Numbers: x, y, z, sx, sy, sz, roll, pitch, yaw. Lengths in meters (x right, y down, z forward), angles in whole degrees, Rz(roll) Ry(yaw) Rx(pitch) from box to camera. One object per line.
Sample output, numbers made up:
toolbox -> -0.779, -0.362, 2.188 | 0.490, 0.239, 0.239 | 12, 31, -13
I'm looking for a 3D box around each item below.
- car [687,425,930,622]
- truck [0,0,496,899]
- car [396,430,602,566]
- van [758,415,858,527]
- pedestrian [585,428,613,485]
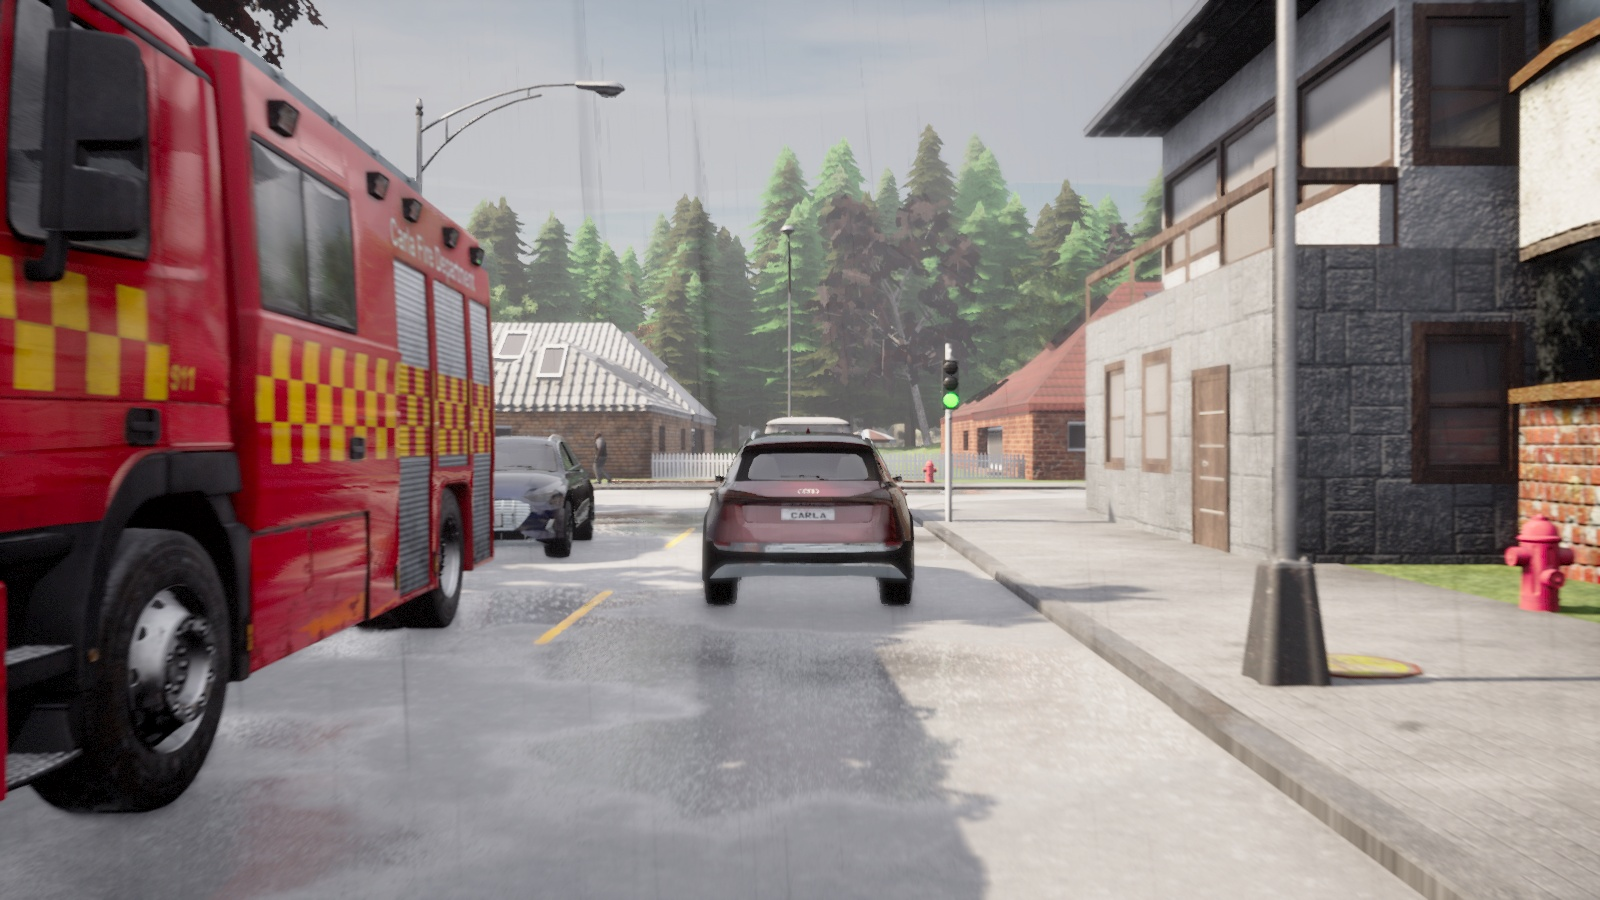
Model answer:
car -> 0.089, 0.600, 12.932 | 2.033, 1.649, 4.856 | 0, 0, 0
truck -> -4.049, -0.465, 7.326 | 2.891, 3.827, 8.468 | 0, 0, -3
car -> -4.039, 0.569, 17.726 | 2.033, 1.649, 4.856 | 0, 0, -4
van -> 0.154, 0.355, 24.417 | 1.775, 1.987, 4.442 | 0, 0, 0
pedestrian -> -6.680, 0.203, 41.727 | 0.849, 1.883, 0.563 | 0, 0, 0
